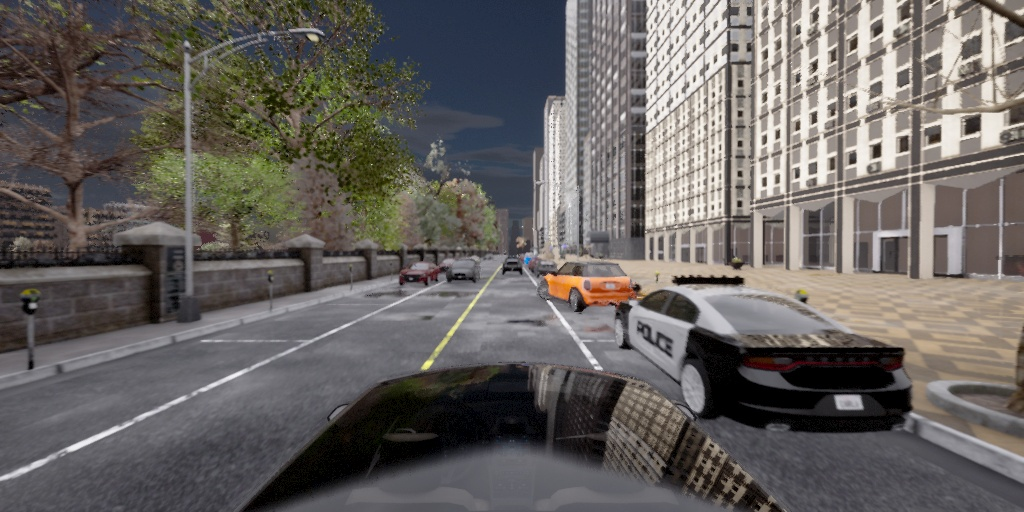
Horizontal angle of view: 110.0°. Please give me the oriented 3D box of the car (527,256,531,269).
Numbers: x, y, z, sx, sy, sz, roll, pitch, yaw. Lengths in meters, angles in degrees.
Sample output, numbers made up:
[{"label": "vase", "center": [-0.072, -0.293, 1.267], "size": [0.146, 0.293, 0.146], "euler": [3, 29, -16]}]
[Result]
[{"label": "car", "center": [2.652, 0.921, 33.827], "size": [1.802, 1.307, 4.207], "euler": [0, 0, 0]}]

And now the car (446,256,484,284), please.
[{"label": "car", "center": [-3.123, 0.970, 23.896], "size": [1.837, 1.490, 4.892], "euler": [0, 1, 0]}]

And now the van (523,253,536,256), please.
[{"label": "van", "center": [2.632, 0.473, 50.723], "size": [1.690, 1.789, 3.998], "euler": [0, 0, 0]}]

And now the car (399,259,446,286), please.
[{"label": "car", "center": [-5.716, 1.027, 22.553], "size": [1.888, 1.381, 4.507], "euler": [0, 0, 0]}]

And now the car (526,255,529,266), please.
[{"label": "car", "center": [2.645, 0.852, 39.459], "size": [1.802, 1.307, 4.207], "euler": [0, 0, 0]}]

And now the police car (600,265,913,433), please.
[{"label": "police car", "center": [3.129, 1.120, 5.917], "size": [1.930, 1.638, 5.238], "euler": [0, 1, 0]}]

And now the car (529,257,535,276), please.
[{"label": "car", "center": [2.658, 0.961, 28.195], "size": [2.007, 1.370, 4.403], "euler": [0, 0, 0]}]

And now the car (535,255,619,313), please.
[{"label": "car", "center": [2.640, 0.949, 13.505], "size": [2.097, 1.767, 4.553], "euler": [0, 1, -14]}]

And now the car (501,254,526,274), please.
[{"label": "car", "center": [0.042, 0.858, 32.735], "size": [1.837, 1.490, 4.892], "euler": [0, 1, 0]}]
